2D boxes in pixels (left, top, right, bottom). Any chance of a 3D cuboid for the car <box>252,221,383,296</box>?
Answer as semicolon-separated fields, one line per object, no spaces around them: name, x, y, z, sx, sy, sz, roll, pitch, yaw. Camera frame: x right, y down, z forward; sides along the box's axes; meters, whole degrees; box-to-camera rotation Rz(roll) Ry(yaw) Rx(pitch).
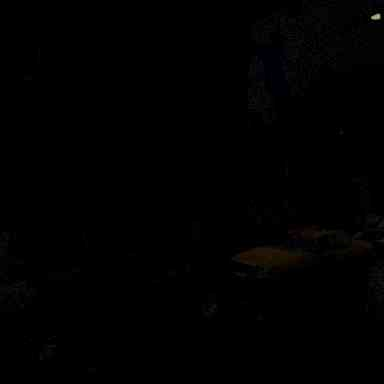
car;3.040;1.598;8.847;4.829;1.417;1.752;1;0;-36

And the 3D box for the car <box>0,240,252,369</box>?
car;-1.238;1.588;5.773;4.313;1.339;1.947;1;0;-36

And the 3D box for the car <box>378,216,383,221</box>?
car;7.594;1.567;12.120;4.097;1.590;1.967;1;-1;-36
